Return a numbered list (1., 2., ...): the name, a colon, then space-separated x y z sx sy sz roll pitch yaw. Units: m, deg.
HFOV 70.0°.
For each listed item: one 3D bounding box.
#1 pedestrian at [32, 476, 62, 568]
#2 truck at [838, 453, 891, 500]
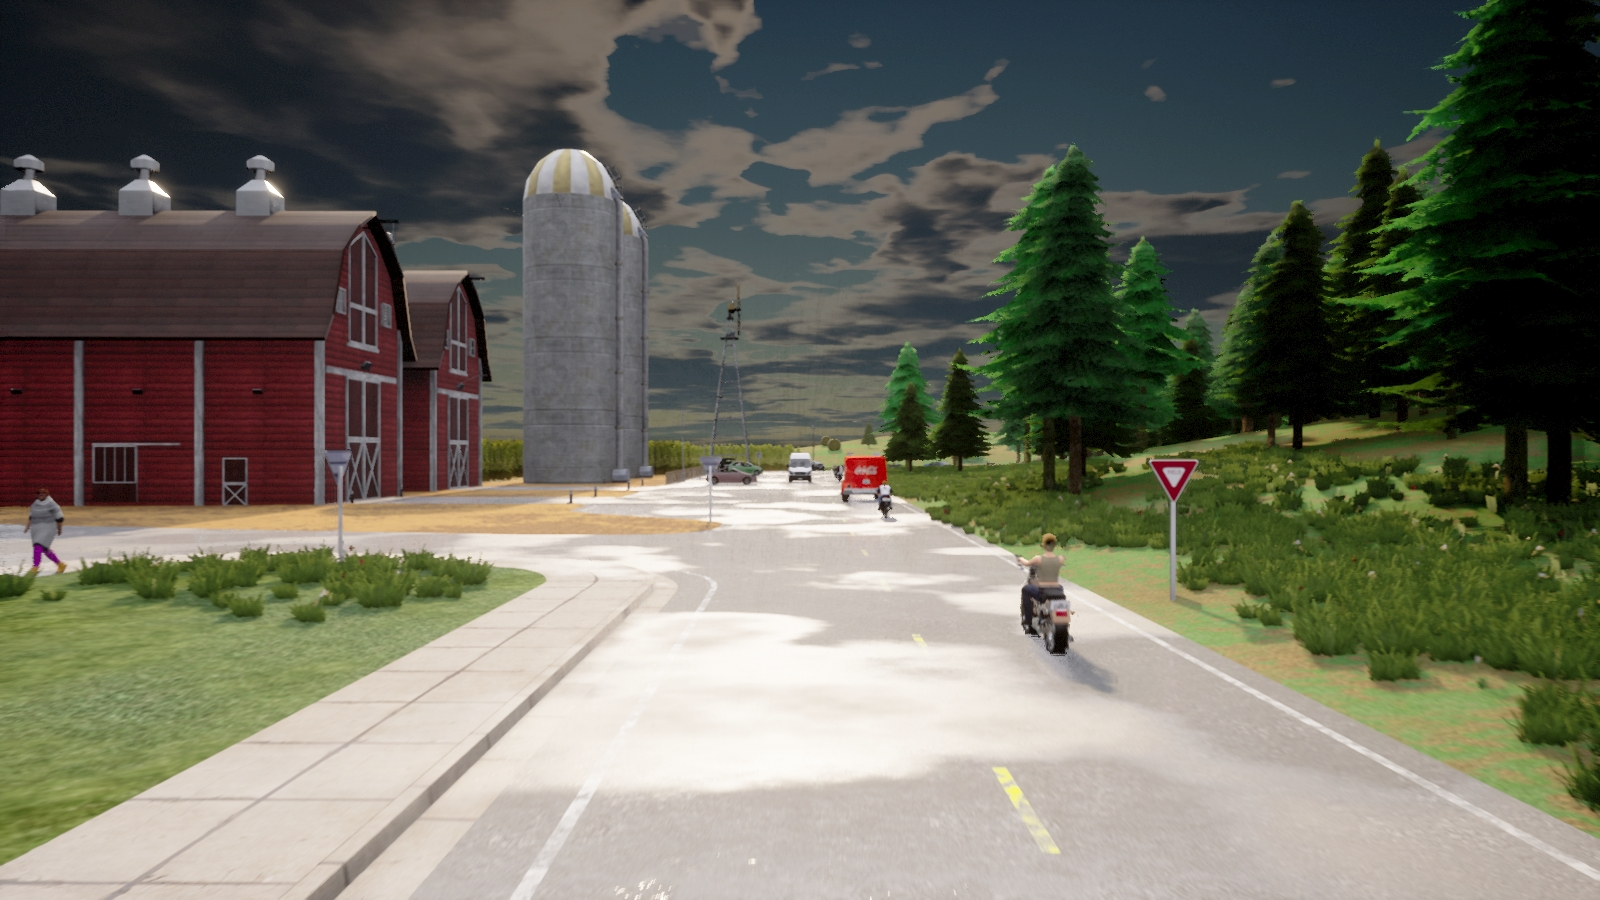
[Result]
1. pedestrian: -15.469 1.470 23.476 0.375 1.860 0.375 0 0 6
2. truck: 3.517 1.428 63.244 2.627 2.467 5.204 0 0 0
